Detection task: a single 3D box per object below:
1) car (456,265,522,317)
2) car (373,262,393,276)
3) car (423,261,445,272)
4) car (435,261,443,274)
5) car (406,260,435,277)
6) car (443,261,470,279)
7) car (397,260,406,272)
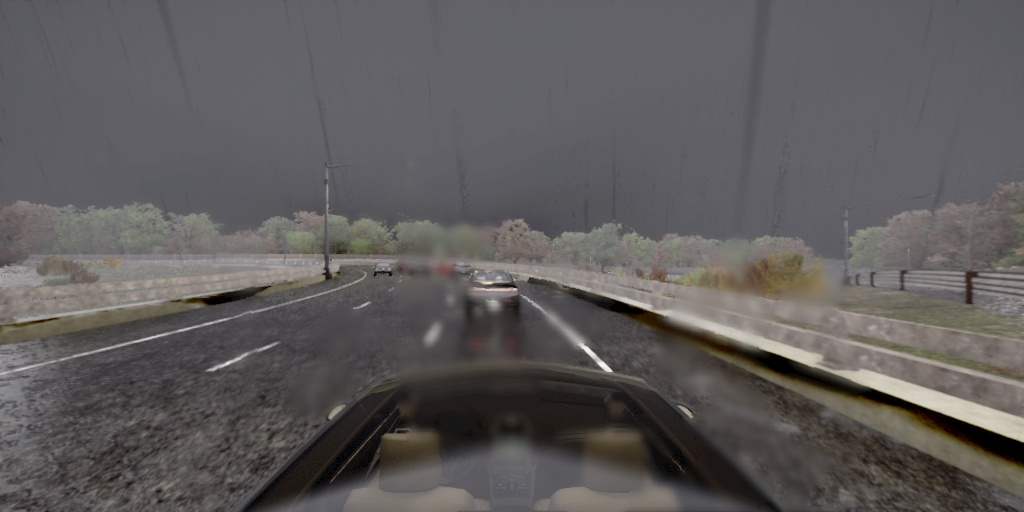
[{"bbox_3d":[-0.791,1.247,13.224,2.128,1.511,4.902,0,0,-6],"label":"car"},{"bbox_3d":[-13.928,1.378,38.771,2.033,1.411,5.357,0,0,-20],"label":"car"},{"bbox_3d":[-10.820,1.379,49.421,1.994,1.385,4.181,0,0,-26],"label":"car"},{"bbox_3d":[-6.971,1.270,40.144,1.882,1.535,5.008,0,0,-21],"label":"car"},{"bbox_3d":[-9.467,1.311,36.854,1.837,1.490,4.892,0,0,-21],"label":"car"},{"bbox_3d":[-4.877,1.271,33.680,2.128,1.511,4.902,0,0,-17],"label":"car"},{"bbox_3d":[-14.314,1.311,48.594,1.882,1.535,5.008,0,0,-26],"label":"car"}]
